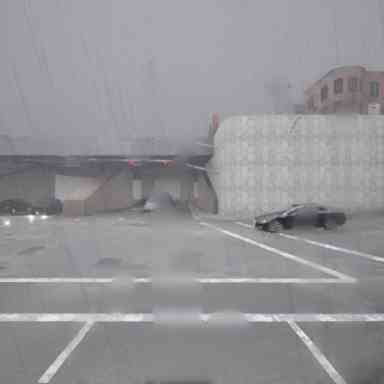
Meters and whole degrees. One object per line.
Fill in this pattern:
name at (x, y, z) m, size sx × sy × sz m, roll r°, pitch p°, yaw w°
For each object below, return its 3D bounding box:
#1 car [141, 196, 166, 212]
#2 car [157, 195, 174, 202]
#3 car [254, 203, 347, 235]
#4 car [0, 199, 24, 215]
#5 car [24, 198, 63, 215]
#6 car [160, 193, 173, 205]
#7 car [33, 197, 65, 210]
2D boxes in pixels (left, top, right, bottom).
car at (-4.324, 1.525, 38.065) m, size 1.812 × 1.442 × 4.674 m, roll 0°, pitch 0°, yaw -1°
car at (-5.976, 1.500, 75.461) m, size 1.837 × 1.490 × 4.892 m, roll 0°, pitch 0°, yaw 24°
car at (5.874, 1.421, 18.293) m, size 4.902 × 1.511 × 2.128 m, roll -3°, pitch 0°, yaw 1°
car at (-18.369, 1.477, 34.074) m, size 1.882 × 1.535 × 5.008 m, roll 0°, pitch 0°, yaw -1°
car at (-14.881, 1.547, 34.484) m, size 2.033 × 1.411 × 5.357 m, roll 0°, pitch 0°, yaw -2°
car at (-4.816, 1.223, 61.259) m, size 2.150 × 2.045 × 5.566 m, roll 0°, pitch 0°, yaw 1°
car at (-18.624, 1.491, 43.500) m, size 2.128 × 1.511 × 4.902 m, roll 0°, pitch 0°, yaw -1°
